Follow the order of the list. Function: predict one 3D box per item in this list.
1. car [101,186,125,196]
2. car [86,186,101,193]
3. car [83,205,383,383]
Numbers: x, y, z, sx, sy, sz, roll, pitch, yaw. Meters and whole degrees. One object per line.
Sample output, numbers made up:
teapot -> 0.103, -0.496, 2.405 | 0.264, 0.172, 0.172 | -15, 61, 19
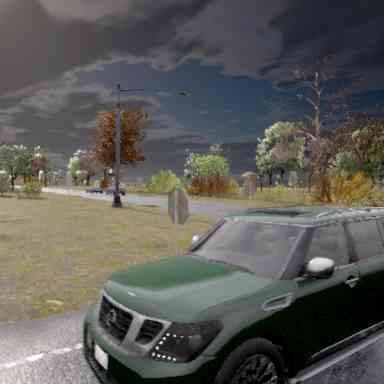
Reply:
car -> -12.039, -0.231, 52.036 | 1.837, 1.490, 4.892 | 0, 2, -36
car -> -17.618, -0.480, 59.841 | 1.994, 1.385, 4.181 | 0, 2, -36
car -> 1.376, 1.255, 4.834 | 5.566, 2.045, 2.150 | 0, 0, -35
